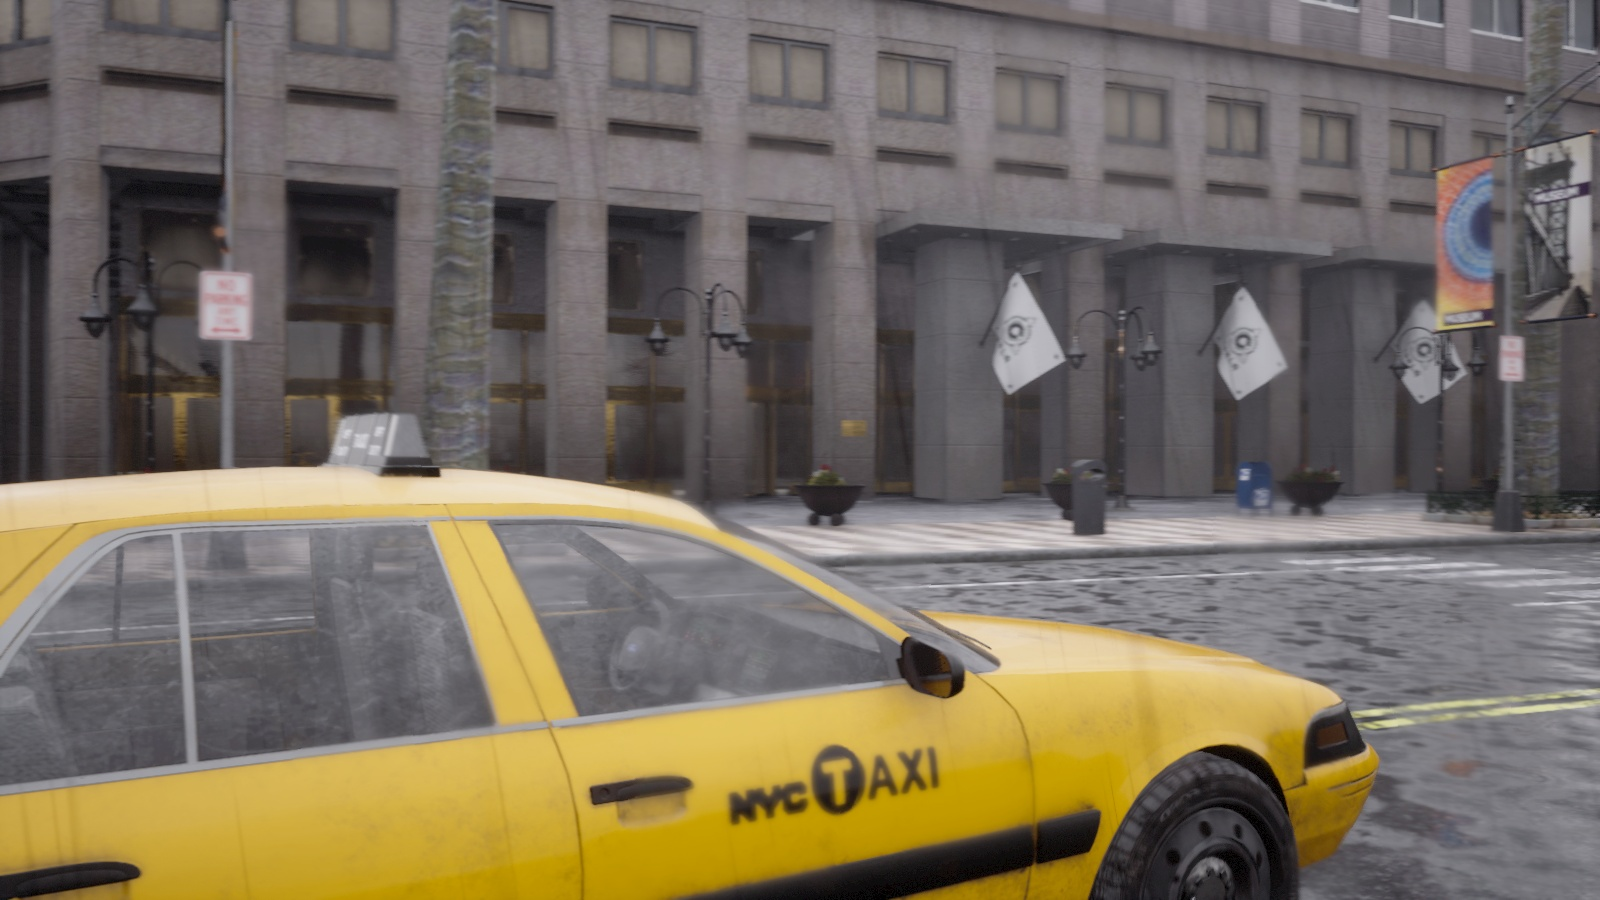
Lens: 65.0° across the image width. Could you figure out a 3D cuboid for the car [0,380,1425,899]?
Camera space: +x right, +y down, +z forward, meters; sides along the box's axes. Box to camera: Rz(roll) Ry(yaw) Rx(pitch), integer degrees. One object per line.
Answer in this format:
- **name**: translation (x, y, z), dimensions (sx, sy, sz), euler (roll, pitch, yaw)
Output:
- **car**: translation (-0.908, 0.688, 3.003), dimensions (5.366, 1.575, 1.801), euler (0, 0, -33)
